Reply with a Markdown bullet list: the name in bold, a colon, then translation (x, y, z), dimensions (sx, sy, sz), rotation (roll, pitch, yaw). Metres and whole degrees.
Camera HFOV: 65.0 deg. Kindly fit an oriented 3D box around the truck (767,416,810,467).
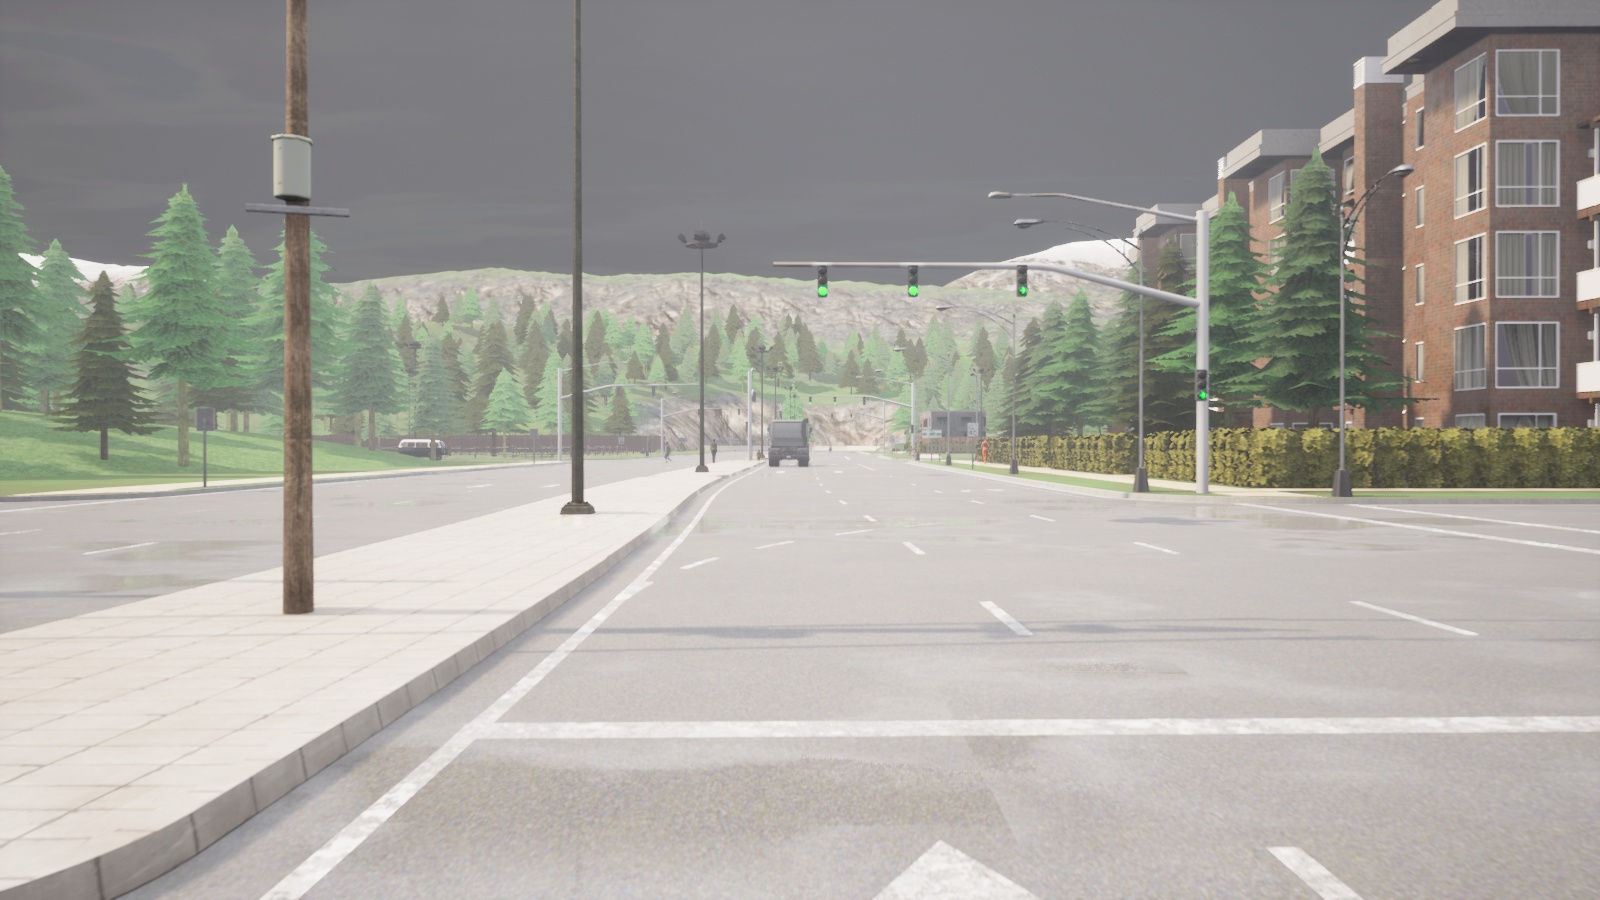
- **truck**: translation (-0.753, -0.590, 89.689), dimensions (2.891, 3.462, 7.936), rotation (0, 0, 0)
